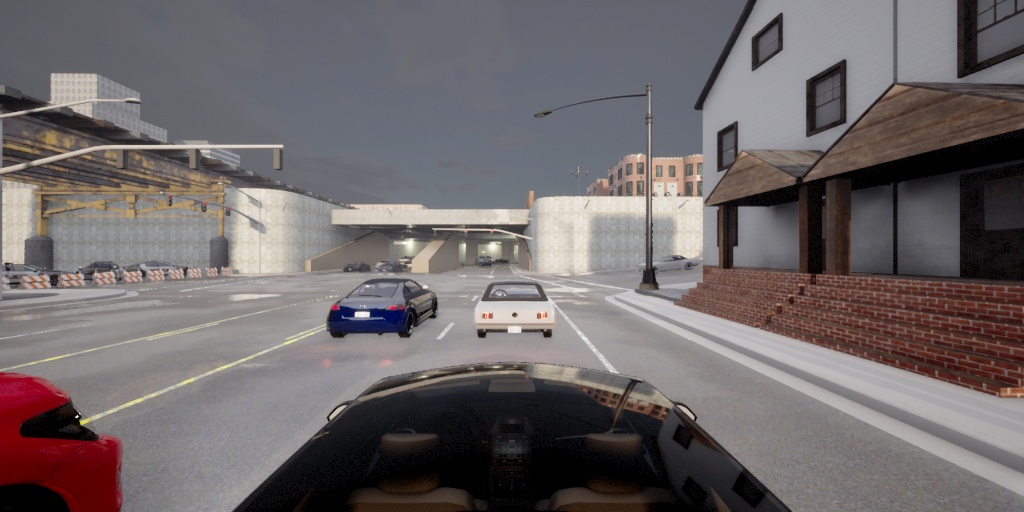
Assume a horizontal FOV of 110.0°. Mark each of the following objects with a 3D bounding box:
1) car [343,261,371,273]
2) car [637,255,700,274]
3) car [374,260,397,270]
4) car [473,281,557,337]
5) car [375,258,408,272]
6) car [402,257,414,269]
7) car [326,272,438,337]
[{"bbox_3d":[-18.212,1.313,42.227,1.994,1.385,4.181,0,0,-2],"label":"car"},{"bbox_3d":[13.060,0.665,30.175,4.718,1.301,1.895,-7,0,0],"label":"car"},{"bbox_3d":[-18.497,1.275,52.699,1.812,1.442,4.674,0,0,-1],"label":"car"},{"bbox_3d":[0.072,1.351,10.197,1.895,1.301,4.718,0,0,0],"label":"car"},{"bbox_3d":[-14.763,1.298,43.851,2.033,1.411,5.357,0,0,-2],"label":"car"},{"bbox_3d":[-15.045,1.242,54.672,2.128,1.511,4.902,0,0,-1],"label":"car"},{"bbox_3d":[-3.429,1.314,10.243,1.994,1.385,4.181,0,0,0],"label":"car"}]
